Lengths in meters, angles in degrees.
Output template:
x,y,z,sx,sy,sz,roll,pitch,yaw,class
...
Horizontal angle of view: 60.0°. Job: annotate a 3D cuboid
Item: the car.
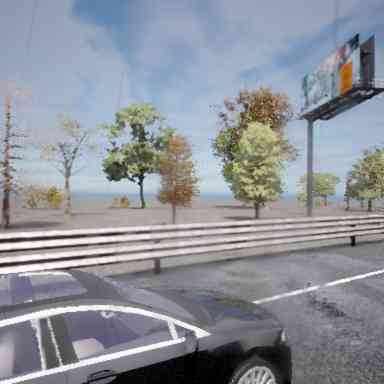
x,y,z,sx,sy,sz,roll,pitch,yaw,class
-1.146,1.499,2.945,4.902,1.511,2.128,1,-1,-35,car
